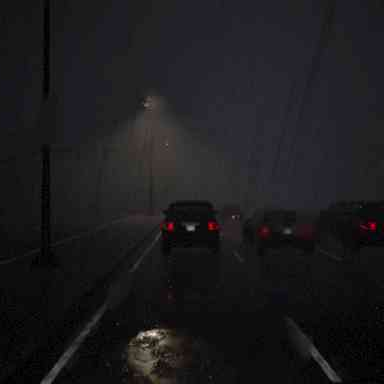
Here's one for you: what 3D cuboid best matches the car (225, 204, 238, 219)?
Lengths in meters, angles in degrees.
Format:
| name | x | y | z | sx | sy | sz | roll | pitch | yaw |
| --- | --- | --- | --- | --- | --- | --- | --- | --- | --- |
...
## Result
| name | x | y | z | sx | sy | sz | roll | pitch | yaw |
| --- | --- | --- | --- | --- | --- | --- | --- | --- | --- |
| car | 3.351 | 1.787 | 29.354 | 1.837 | 1.490 | 4.892 | 0 | 0 | 0 |

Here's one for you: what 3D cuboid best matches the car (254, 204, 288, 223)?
| name | x | y | z | sx | sy | sz | roll | pitch | yaw |
| --- | --- | --- | --- | --- | --- | --- | --- | --- | --- |
| car | 6.851 | 1.844 | 29.378 | 1.994 | 1.385 | 4.181 | 0 | 0 | 0 |

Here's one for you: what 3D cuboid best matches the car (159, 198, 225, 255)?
| name | x | y | z | sx | sy | sz | roll | pitch | yaw |
| --- | --- | --- | --- | --- | --- | --- | --- | --- | --- |
| car | -0.053 | 1.351 | 14.045 | 2.150 | 2.045 | 5.566 | 0 | 0 | 0 |

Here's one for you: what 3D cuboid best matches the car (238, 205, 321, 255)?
| name | x | y | z | sx | sy | sz | roll | pitch | yaw |
| --- | --- | --- | --- | --- | --- | --- | --- | --- | --- |
| car | 3.449 | 1.485 | 14.127 | 2.097 | 1.767 | 4.553 | 0 | -1 | 0 |

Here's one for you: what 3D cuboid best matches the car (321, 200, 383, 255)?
| name | x | y | z | sx | sy | sz | roll | pitch | yaw |
| --- | --- | --- | --- | --- | --- | --- | --- | --- | --- |
| car | 6.947 | 1.351 | 14.091 | 2.150 | 2.045 | 5.566 | 0 | 0 | 0 |

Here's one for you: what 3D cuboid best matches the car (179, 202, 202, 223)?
| name | x | y | z | sx | sy | sz | roll | pitch | yaw |
| --- | --- | --- | --- | --- | --- | --- | --- | --- | --- |
| car | -0.155 | 1.759 | 29.503 | 1.882 | 1.535 | 5.008 | 0 | 0 | 0 |
